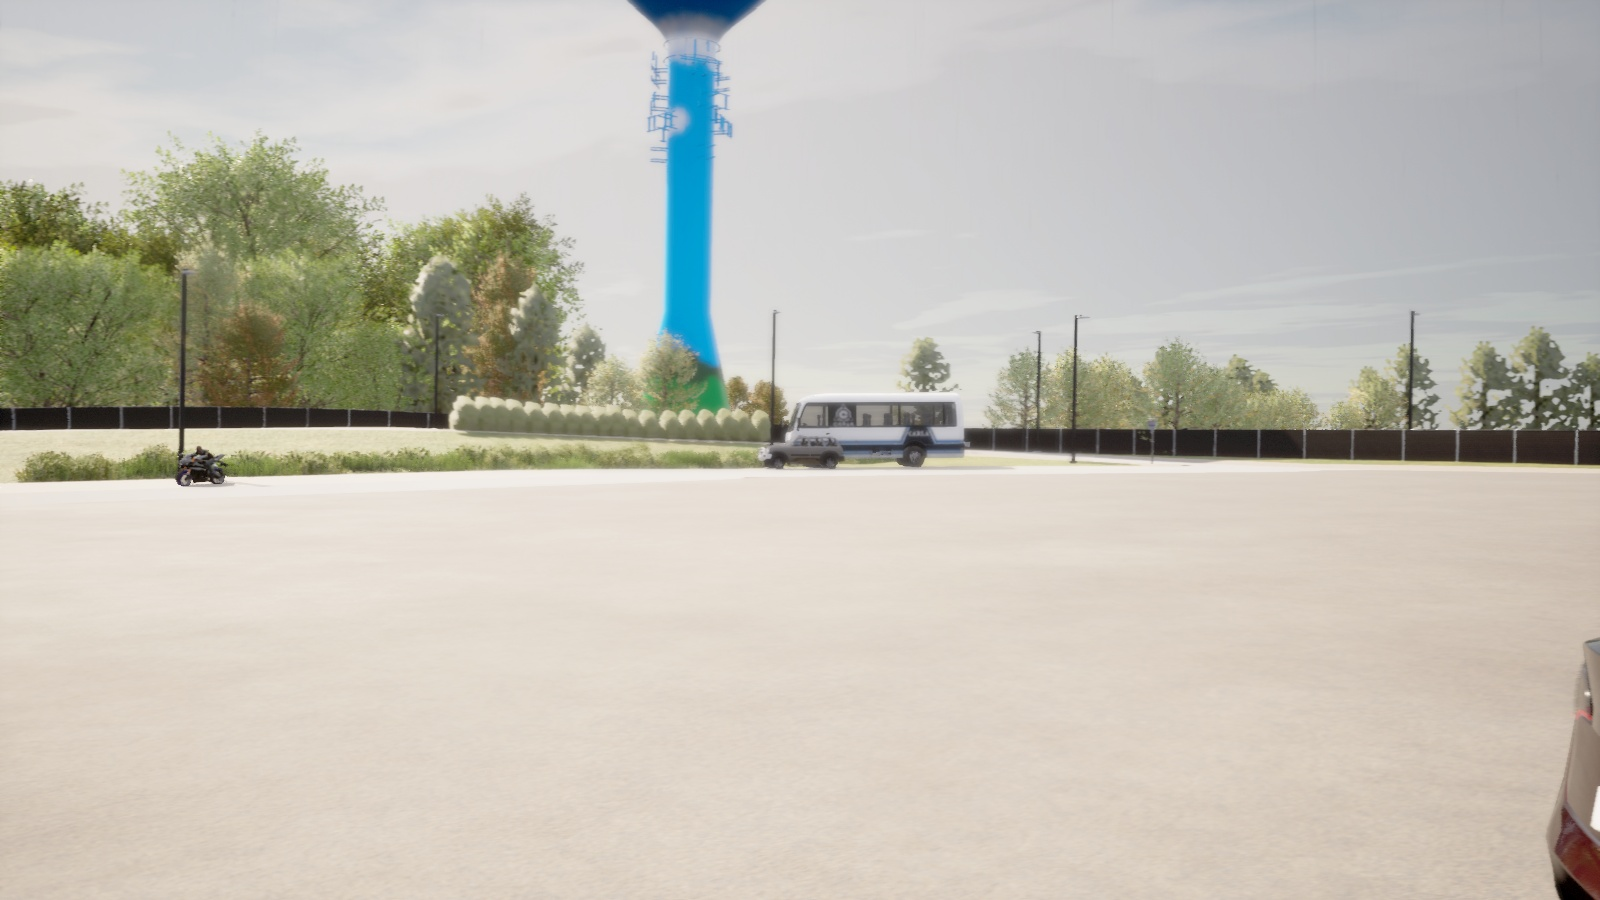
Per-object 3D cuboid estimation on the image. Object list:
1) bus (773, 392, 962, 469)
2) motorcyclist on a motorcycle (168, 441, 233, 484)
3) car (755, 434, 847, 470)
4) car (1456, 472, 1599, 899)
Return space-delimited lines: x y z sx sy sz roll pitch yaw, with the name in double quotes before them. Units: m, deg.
"bus" 3.736 -1.077 71.615 10.273 4.253 3.944 0 0 -5
"motorcyclist on a motorcycle" -22.197 0.445 46.517 0.866 1.530 2.191 2 2 20
"car" 0.040 0.107 67.169 4.605 1.855 1.932 1 0 -14
"car" 4.003 0.828 2.078 4.792 1.488 2.163 0 0 14
